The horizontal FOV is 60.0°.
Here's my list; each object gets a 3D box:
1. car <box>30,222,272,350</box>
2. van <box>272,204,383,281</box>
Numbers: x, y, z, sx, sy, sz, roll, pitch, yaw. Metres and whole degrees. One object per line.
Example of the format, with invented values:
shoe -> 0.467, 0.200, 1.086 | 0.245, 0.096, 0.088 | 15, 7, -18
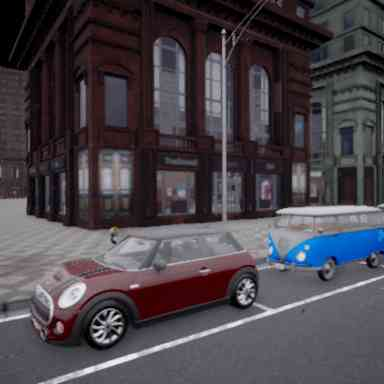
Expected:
car -> -0.714, 1.426, 6.144 | 4.097, 1.590, 1.967 | 0, 0, -36
van -> 3.872, 1.301, 9.420 | 3.998, 1.788, 1.690 | 0, 0, -36
